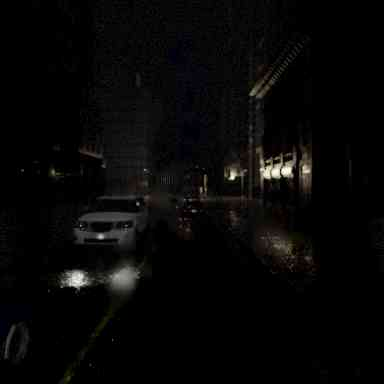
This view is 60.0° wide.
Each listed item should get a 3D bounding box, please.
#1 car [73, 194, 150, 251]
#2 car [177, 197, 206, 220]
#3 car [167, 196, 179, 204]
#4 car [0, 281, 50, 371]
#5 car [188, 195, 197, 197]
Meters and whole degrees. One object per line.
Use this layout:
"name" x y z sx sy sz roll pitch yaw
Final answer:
"car" -3.094 1.138 13.998 2.150 2.045 5.566 0 0 0
"car" 0.100 1.393 26.317 2.033 1.411 5.357 0 0 0
"car" -3.067 1.281 55.033 1.895 1.301 4.718 0 0 0
"car" -3.097 1.583 2.855 1.895 1.301 4.718 0 0 0
"car" 0.083 1.221 46.461 2.128 1.511 4.902 0 0 0
